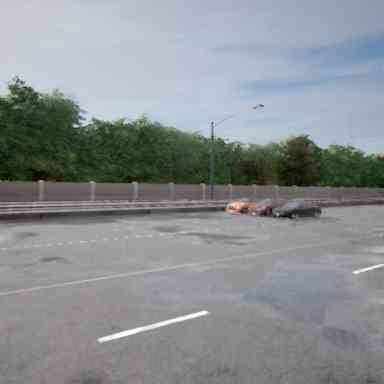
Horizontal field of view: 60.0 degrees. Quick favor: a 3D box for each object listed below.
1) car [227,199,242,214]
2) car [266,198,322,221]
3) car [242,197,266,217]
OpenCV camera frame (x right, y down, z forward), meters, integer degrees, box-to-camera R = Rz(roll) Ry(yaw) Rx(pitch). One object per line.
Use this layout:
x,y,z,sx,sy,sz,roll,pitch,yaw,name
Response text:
5.704,1.351,33.995,4.553,1.767,2.097,1,1,-37,car
8.707,1.499,27.523,5.008,1.535,1.882,0,0,-37,car
7.260,1.370,30.814,4.553,1.767,2.097,0,0,-37,car
